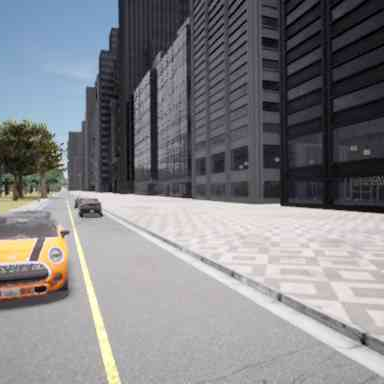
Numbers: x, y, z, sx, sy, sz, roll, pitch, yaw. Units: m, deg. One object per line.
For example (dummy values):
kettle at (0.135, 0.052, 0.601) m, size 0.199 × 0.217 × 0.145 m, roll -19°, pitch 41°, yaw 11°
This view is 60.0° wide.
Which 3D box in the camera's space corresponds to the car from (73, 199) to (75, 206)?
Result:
car at (-13.605, 1.233, 41.351) m, size 2.128 × 1.511 × 4.902 m, roll 0°, pitch 1°, yaw -21°

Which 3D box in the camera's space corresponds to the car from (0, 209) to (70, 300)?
car at (-4.251, 1.311, 8.402) m, size 2.097 × 1.767 × 4.553 m, roll 0°, pitch 0°, yaw -21°

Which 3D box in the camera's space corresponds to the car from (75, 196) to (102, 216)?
car at (-9.147, 1.323, 29.769) m, size 1.837 × 1.490 × 4.892 m, roll 0°, pitch 0°, yaw -21°
